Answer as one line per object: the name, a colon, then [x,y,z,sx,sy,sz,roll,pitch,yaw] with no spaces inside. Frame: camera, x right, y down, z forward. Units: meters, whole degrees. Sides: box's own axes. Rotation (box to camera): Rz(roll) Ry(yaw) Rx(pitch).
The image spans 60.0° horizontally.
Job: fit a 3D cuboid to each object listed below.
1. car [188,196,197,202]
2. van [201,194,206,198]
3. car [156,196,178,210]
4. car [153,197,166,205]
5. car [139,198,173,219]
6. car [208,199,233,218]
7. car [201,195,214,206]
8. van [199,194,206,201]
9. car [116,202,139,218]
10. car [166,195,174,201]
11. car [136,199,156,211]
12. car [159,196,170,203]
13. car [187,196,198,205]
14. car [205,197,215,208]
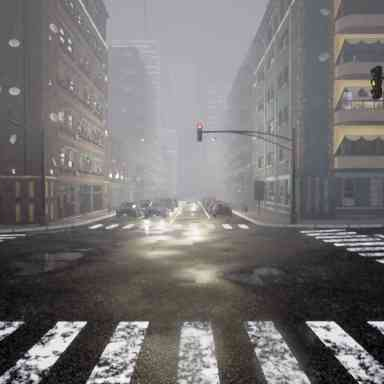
car: [0.045,1.452,69.770,1.895,1.301,4.718,0,0,0]
van: [2.716,1.354,52.370,1.690,1.788,3.998,0,0,0]
car: [-3.072,1.511,39.918,1.837,1.490,4.892,0,0,0]
car: [-5.660,1.561,57.912,1.887,1.381,4.507,0,0,0]
car: [-3.082,1.550,29.800,2.033,1.411,5.357,0,0,0]
car: [2.704,1.584,30.277,1.802,1.307,4.206,0,0,0]
car: [2.714,1.554,46.847,1.887,1.381,4.507,0,0,0]
van: [2.736,1.379,85.512,1.690,1.788,3.998,-1,0,0]
car: [-5.677,1.568,30.294,1.947,1.339,4.313,0,0,0]
car: [-5.643,1.563,85.359,1.752,1.417,4.829,0,0,0]
car: [-5.670,1.573,41.341,1.947,1.339,4.313,0,0,0]
car: [-5.653,1.605,68.959,1.802,1.307,4.206,0,0,0]
car: [0.038,1.543,59.734,1.812,1.442,4.674,0,0,0]
car: [2.707,1.570,35.800,1.947,1.339,4.313,0,0,0]
